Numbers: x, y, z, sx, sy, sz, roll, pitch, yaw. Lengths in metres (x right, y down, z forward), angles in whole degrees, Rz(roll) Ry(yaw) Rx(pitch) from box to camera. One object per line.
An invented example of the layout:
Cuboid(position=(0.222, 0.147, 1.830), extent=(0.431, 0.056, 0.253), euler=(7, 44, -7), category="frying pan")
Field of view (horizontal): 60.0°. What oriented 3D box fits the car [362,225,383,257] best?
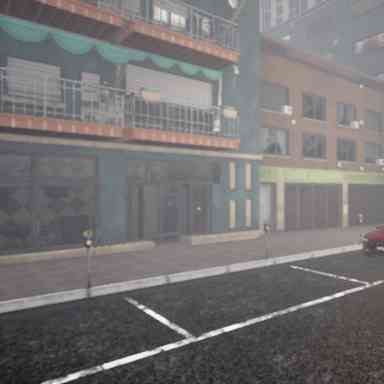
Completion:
Cuboid(position=(8.078, 1.651, 12.333), extent=(4.507, 1.381, 1.887), euler=(1, -1, -35), category="car")
